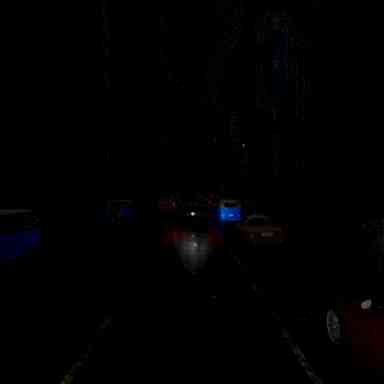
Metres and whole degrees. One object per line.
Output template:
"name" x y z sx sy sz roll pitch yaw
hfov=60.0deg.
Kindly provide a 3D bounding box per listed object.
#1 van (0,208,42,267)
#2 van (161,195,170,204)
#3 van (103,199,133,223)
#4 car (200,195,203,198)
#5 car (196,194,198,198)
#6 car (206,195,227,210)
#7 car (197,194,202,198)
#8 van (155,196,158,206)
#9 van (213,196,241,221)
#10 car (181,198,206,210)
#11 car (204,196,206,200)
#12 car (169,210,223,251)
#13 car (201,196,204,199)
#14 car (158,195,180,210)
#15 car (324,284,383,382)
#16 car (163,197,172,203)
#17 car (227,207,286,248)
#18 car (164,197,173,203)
"van" -5.678 1.382 9.071 1.690 1.788 3.998 0 0 0
"van" -5.702 1.635 71.208 1.690 1.788 3.998 0 0 0
"van" -5.684 1.454 26.018 1.690 1.788 3.998 0 0 0
"car" 2.829 1.800 59.920 2.008 1.369 4.403 0 0 0
"car" 2.816 1.804 88.163 1.967 1.590 4.097 0 0 0
"car" 3.092 1.386 36.867 2.150 2.045 5.566 0 0 0
"car" 2.821 1.757 76.866 1.967 1.590 4.097 0 0 0
"van" -5.698 1.591 59.911 1.690 1.788 3.998 0 0 0
"van" 2.841 1.454 26.029 1.690 1.788 3.998 0 0 0
"car" 0.074 1.639 31.024 1.837 1.490 4.892 0 0 0
"car" 3.089 1.407 43.867 2.150 2.045 5.566 0 0 0
"car" 0.077 1.664 14.340 1.895 1.301 4.718 0 0 0
"car" 2.831 1.778 54.271 2.008 1.369 4.403 0 0 0
"car" -3.106 1.545 45.794 2.097 1.767 4.553 0 0 0
"car" 2.851 1.598 3.433 1.802 1.307 4.206 0 0 0
"car" -5.703 1.842 76.686 1.752 1.417 4.829 0 0 0
"car" 2.846 1.591 14.901 1.752 1.417 4.829 0 0 0
"car" -5.706 1.906 82.505 1.947 1.339 4.313 0 0 0
